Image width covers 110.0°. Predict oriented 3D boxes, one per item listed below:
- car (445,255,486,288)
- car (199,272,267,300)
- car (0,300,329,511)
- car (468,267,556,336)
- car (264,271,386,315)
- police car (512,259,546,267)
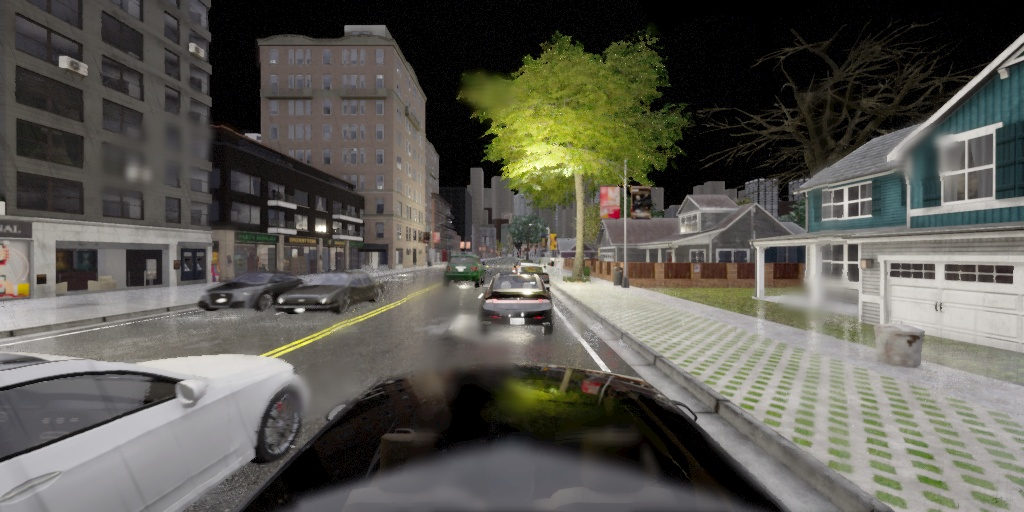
[{"bbox_3d":[-3.050,0.956,24.158,2.150,2.045,5.566,0,0,0],"label":"car"},{"bbox_3d":[-9.795,1.309,14.077,1.994,1.385,4.181,0,0,0],"label":"car"},{"bbox_3d":[-3.150,1.276,1.983,1.812,1.442,4.674,0,0,0],"label":"car"},{"bbox_3d":[0.137,1.239,10.419,2.128,1.511,4.902,0,0,0],"label":"car"},{"bbox_3d":[-6.546,1.293,13.746,2.033,1.411,5.357,0,0,0],"label":"car"},{"bbox_3d":[1.059,1.166,20.668,1.930,1.638,5.238,0,0,0],"label":"police car"}]
